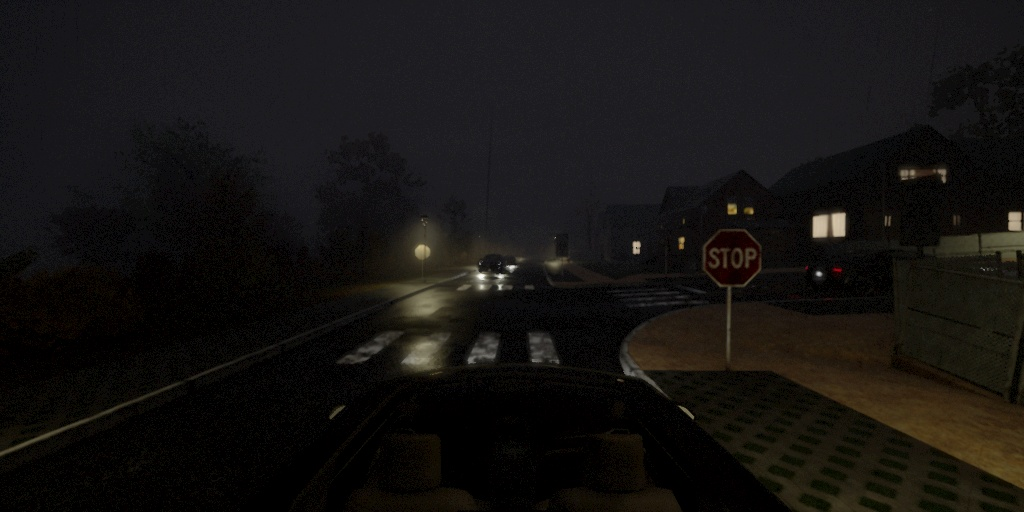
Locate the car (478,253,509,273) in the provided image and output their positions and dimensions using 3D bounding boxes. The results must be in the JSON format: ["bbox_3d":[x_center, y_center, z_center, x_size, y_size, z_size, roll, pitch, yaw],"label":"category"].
[{"bbox_3d":[-1.739,0.574,32.534,2.097,1.767,4.553,0,1,4],"label":"car"}]

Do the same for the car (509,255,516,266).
[{"bbox_3d":[-0.541,0.503,46.826,1.994,1.385,4.181,0,1,6],"label":"car"}]

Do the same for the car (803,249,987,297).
[{"bbox_3d":[11.913,0.449,11.408,4.181,1.385,1.994,-3,1,5],"label":"car"}]
